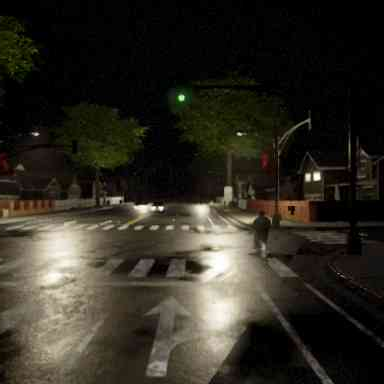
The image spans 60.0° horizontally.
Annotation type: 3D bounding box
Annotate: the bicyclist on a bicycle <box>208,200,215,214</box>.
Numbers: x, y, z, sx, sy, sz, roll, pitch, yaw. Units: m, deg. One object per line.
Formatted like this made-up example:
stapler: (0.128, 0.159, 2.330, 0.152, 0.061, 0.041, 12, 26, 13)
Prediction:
bicyclist on a bicycle: (2.259, 1.746, 38.331, 0.866, 1.612, 1.509, 0, 0, 0)

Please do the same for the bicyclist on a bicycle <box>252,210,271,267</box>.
bicyclist on a bicycle: (2.246, 1.463, 10.935, 0.659, 1.776, 1.843, 0, 0, 0)

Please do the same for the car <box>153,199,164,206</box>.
car: (-6.517, 2.111, 64.963, 1.895, 1.301, 4.718, 0, 0, 0)

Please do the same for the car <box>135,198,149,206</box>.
car: (-9.766, 1.868, 65.024, 2.097, 1.767, 4.553, 0, 0, 0)
